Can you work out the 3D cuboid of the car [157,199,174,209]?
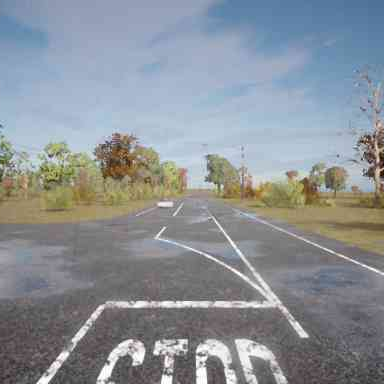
[{"bbox_3d":[-3.456,1.560,43.766,1.895,1.301,4.718,0,0,0],"label":"car"}]
